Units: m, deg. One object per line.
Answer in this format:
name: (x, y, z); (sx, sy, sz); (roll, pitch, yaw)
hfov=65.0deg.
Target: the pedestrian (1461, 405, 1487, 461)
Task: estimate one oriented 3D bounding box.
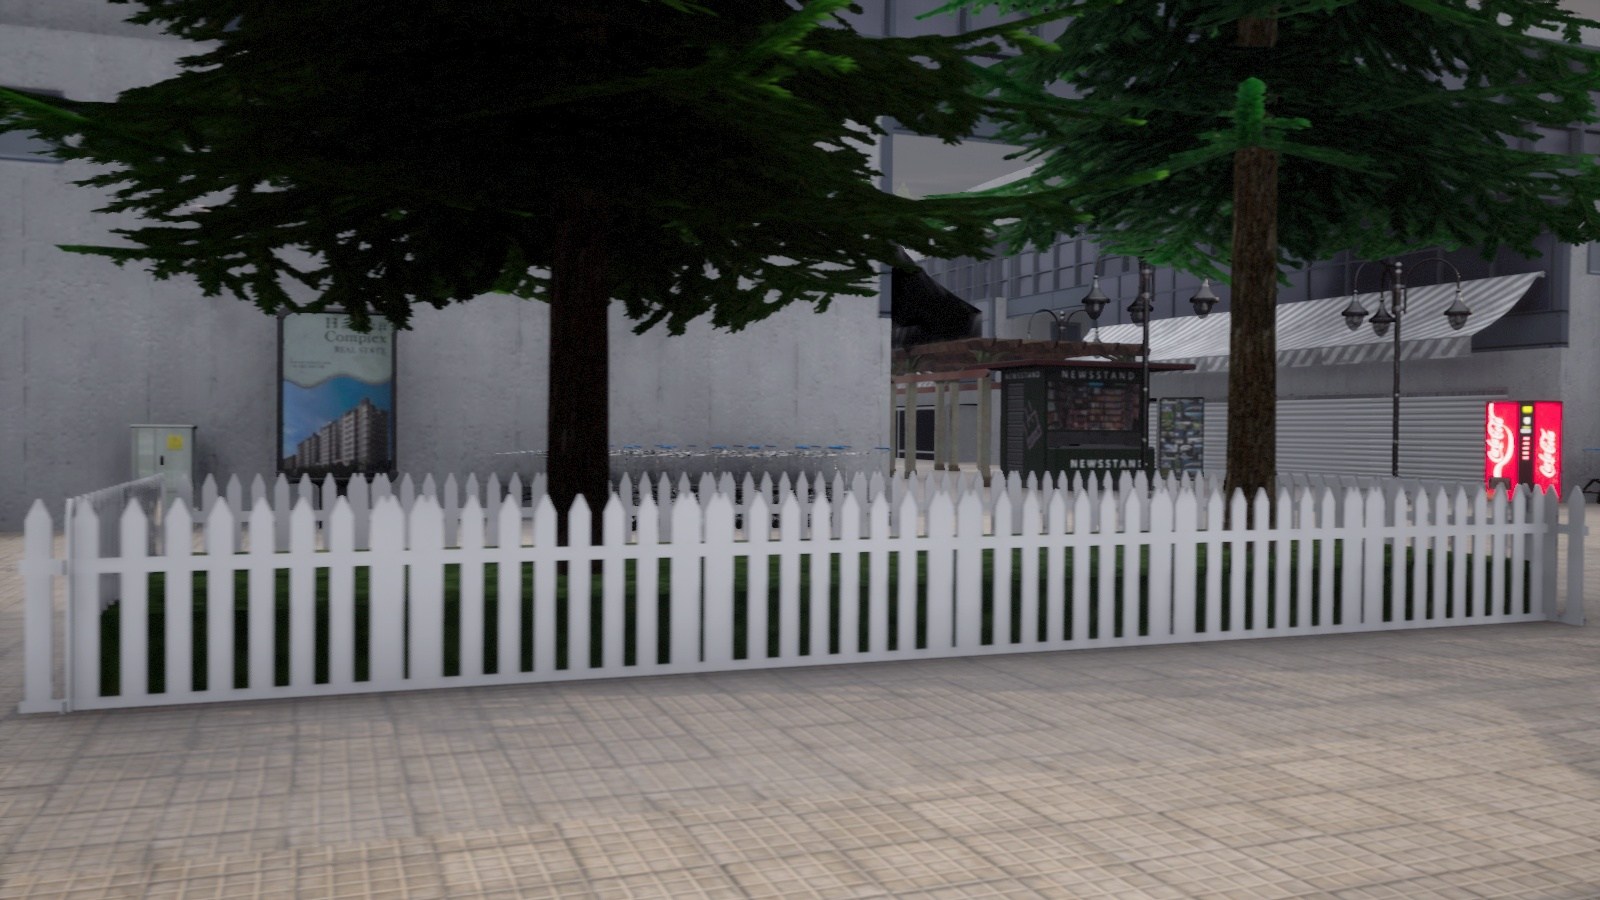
pedestrian: (23.473, -0.578, 43.751); (0.395, 1.930, 0.692); (-1, 1, -32)
